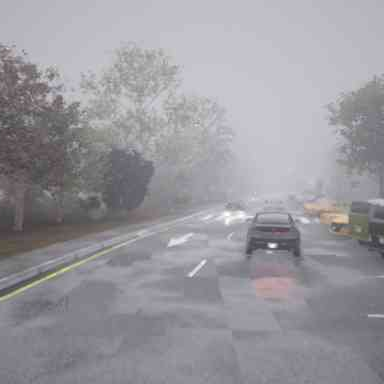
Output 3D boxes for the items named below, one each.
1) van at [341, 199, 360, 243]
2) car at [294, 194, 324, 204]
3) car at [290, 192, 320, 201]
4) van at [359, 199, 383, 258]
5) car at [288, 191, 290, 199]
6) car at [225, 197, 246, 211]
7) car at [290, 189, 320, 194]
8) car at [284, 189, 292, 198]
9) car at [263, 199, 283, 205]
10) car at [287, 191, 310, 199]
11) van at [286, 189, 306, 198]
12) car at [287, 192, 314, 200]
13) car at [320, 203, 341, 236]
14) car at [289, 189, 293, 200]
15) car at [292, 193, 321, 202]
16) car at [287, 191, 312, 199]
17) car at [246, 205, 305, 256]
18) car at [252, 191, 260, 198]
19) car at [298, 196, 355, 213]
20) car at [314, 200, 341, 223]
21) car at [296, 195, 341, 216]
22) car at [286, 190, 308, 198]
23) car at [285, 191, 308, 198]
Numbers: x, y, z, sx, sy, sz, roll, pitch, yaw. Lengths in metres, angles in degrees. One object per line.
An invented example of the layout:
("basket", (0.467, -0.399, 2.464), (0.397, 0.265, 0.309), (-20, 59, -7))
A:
("van", (8.770, 1.302, 13.467), (4.442, 1.987, 1.878), (1, 0, -7))
("car", (12.732, 1.331, 30.928), (5.366, 1.575, 1.946), (1, 1, -6))
("car", (16.516, 1.147, 45.502), (4.792, 1.488, 2.163), (1, 1, -6))
("van", (8.071, 1.307, 10.549), (4.442, 1.987, 1.878), (1, 0, -7))
("car", (18.740, 1.034, 54.240), (4.674, 1.452, 2.002), (1, 1, -6))
("car", (4.848, 1.287, 36.830), (1.895, 1.301, 4.718), (1, 1, 14))
("car", (17.311, 0.951, 48.413), (4.553, 1.767, 2.185), (1, 1, -6))
("car", (19.465, 0.703, 57.125), (5.566, 2.045, 2.435), (1, 1, -6))
("car", (8.164, 1.372, 33.407), (1.895, 1.301, 4.718), (1, 1, 14))
("car", (23.858, 0.609, 74.614), (4.553, 1.767, 2.185), (1, 1, -6))
("van", (26.935, 0.379, 86.280), (4.442, 1.987, 1.878), (1, 1, -6))
("car", (22.391, 0.834, 68.782), (4.792, 1.488, 2.163), (1, 1, -6))
("car", (9.353, 1.520, 16.359), (5.008, 1.535, 2.097), (1, 1, -6))
("car", (18.044, 0.910, 51.324), (4.553, 1.767, 2.185), (1, 1, -6))
("car", (15.817, 1.202, 42.593), (4.674, 1.452, 2.002), (1, 1, -6))
("car", (23.124, 0.643, 71.704), (4.553, 1.767, 2.185), (1, 1, -6))
("car", (3.193, 1.485, 13.177), (1.837, 1.490, 4.892), (1, 0, 14))
("car", (14.853, 0.459, 77.134), (2.128, 1.511, 4.902), (1, 1, 14))
("car", (13.646, 1.295, 33.859), (4.892, 1.521, 2.231), (1, 1, -6))
("car", (10.232, 1.507, 19.303), (5.366, 1.575, 1.946), (1, 1, -6))
("car", (12.012, 1.375, 28.015), (5.366, 1.575, 1.946), (1, 1, -6))
("car", (25.389, 0.543, 80.433), (4.553, 1.767, 2.185), (1, 1, -6))
("car", (26.078, 0.635, 83.357), (5.008, 1.535, 2.097), (1, 1, -6))
